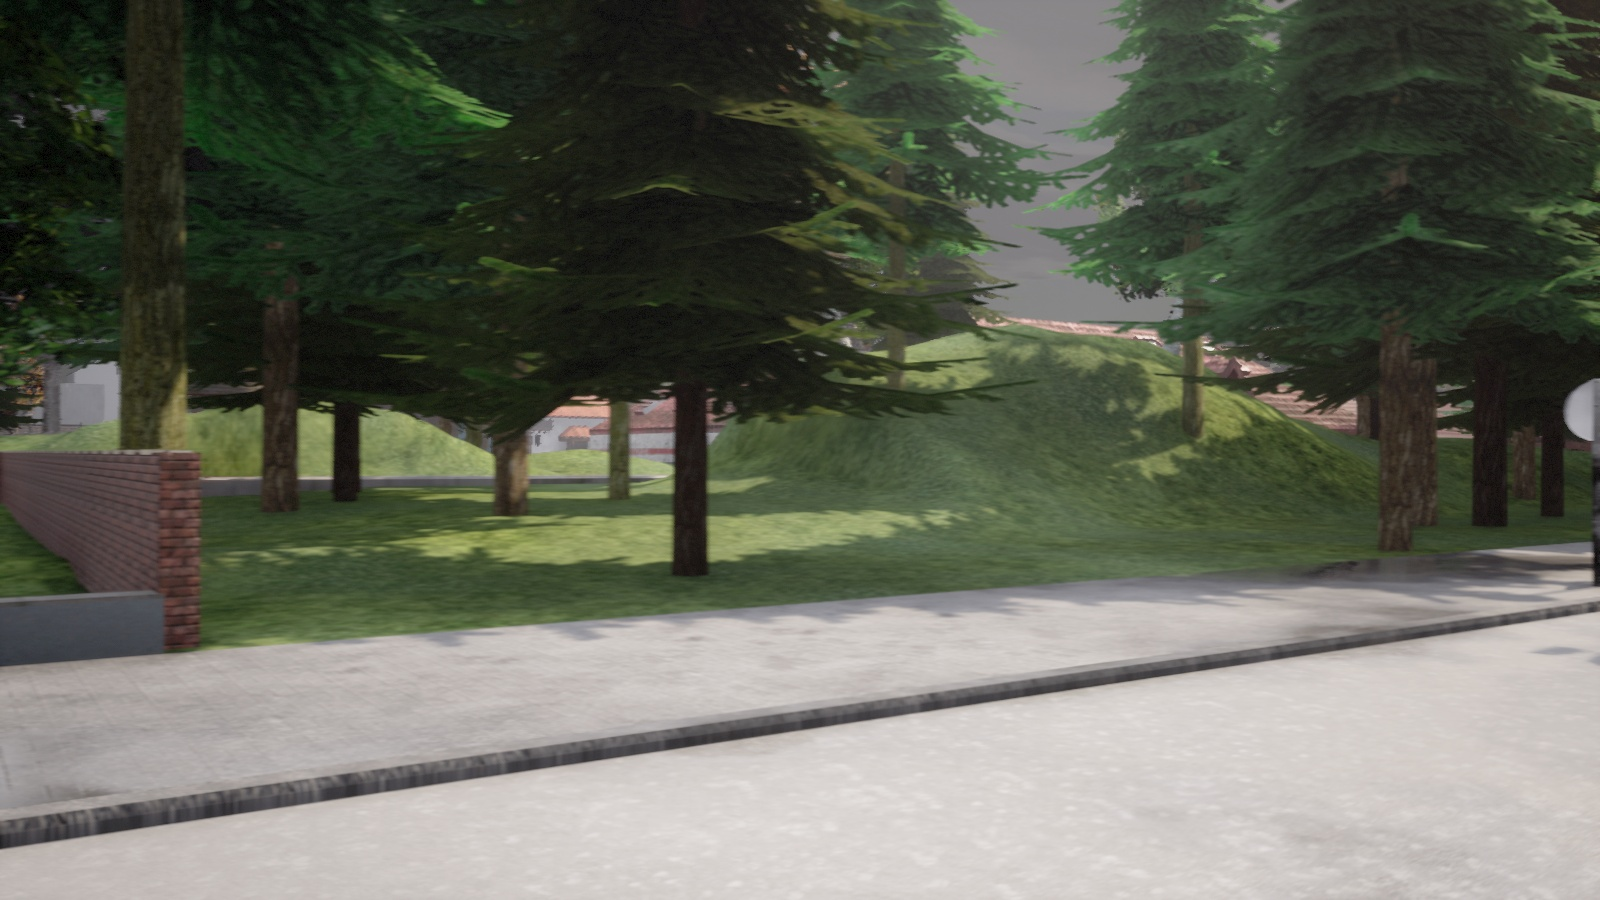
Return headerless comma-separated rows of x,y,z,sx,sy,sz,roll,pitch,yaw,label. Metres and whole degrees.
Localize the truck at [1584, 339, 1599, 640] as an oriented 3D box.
9.380,0.280,10.801,5.204,2.467,2.627,-1,0,-35,truck
